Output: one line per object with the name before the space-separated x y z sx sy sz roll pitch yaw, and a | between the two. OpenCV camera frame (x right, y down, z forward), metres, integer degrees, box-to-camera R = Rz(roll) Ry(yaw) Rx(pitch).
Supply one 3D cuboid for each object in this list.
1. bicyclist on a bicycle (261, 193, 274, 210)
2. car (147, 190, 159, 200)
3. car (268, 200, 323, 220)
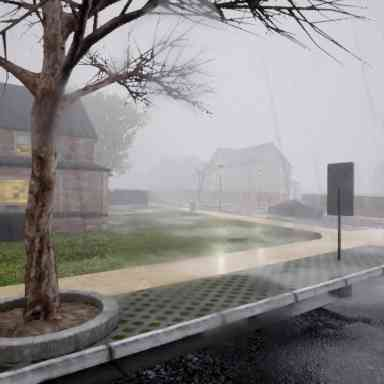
bicyclist on a bicycle | 7.245 0.885 31.914 1.656 1.620 0.582 1 1 -28
car | -6.723 0.504 51.939 1.837 1.490 4.892 1 1 -28
car | 7.625 1.254 24.835 1.994 1.385 4.181 1 1 -27
